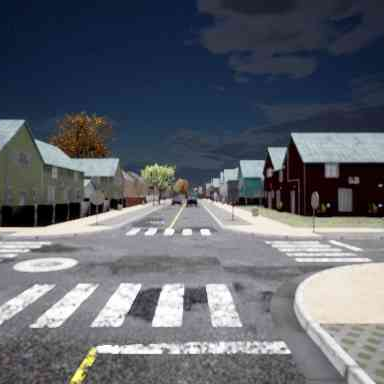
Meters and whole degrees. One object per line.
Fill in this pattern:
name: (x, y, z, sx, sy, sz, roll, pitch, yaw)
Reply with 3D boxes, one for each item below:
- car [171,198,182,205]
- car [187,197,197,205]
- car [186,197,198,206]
car: (-2.744, 1.718, 61.017, 2.033, 1.411, 5.357, 0, 0, 0)
car: (0.006, 1.735, 66.850, 1.812, 1.442, 4.674, 0, 0, 0)
car: (0.005, 1.648, 56.430, 1.837, 1.490, 4.892, 0, 0, 0)
